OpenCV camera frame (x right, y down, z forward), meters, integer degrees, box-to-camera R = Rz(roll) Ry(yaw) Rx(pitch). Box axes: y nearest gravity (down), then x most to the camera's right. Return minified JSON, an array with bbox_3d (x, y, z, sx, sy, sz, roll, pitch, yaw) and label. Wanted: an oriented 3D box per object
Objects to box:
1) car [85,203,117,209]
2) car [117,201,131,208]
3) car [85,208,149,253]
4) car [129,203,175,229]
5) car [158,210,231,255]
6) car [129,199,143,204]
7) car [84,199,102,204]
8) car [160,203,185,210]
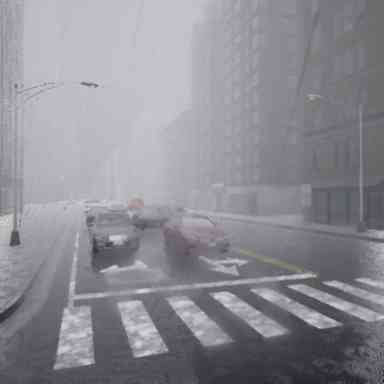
[{"bbox_3d":[-7.414,1.891,26.664,1.882,1.535,5.008,0,-1,-18],"label":"car"},{"bbox_3d":[-9.774,2.246,44.399,2.033,1.411,5.357,0,-1,-18],"label":"car"},{"bbox_3d":[-3.547,1.708,14.920,2.128,1.511,4.902,0,-1,-18],"label":"car"},{"bbox_3d":[-2.954,1.826,23.505,1.882,1.535,5.008,0,-1,-18],"label":"car"},{"bbox_3d":[0.034,1.721,14.425,1.812,1.442,4.674,0,-1,-18],"label":"car"},{"bbox_3d":[-9.065,2.053,53.040,2.150,2.045,5.566,0,-1,-18],"label":"car"},{"bbox_3d":[-13.685,1.964,45.967,2.150,2.045,5.566,0,-1,-18],"label":"car"},{"bbox_3d":[-1.587,2.014,30.382,1.994,1.385,4.181,0,-1,-18],"label":"car"}]
